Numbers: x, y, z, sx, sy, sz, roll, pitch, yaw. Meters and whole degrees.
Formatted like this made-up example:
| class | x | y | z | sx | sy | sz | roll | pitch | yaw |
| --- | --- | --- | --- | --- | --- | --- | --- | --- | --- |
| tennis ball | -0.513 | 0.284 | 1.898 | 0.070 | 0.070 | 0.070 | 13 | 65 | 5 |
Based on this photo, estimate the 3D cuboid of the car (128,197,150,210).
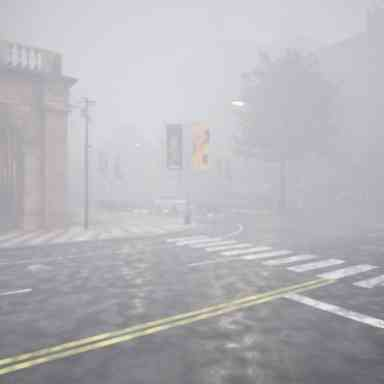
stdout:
| class | x | y | z | sx | sy | sz | roll | pitch | yaw |
| --- | --- | --- | --- | --- | --- | --- | --- | --- | --- |
| car | -7.936 | 1.586 | 44.542 | 2.033 | 1.411 | 5.357 | 0 | 0 | -36 |

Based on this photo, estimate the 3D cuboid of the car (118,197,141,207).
| class | x | y | z | sx | sy | sz | roll | pitch | yaw |
| --- | --- | --- | --- | --- | --- | --- | --- | --- | --- |
| car | -10.138 | 1.571 | 53.772 | 1.812 | 1.442 | 4.674 | 0 | 0 | -35 |

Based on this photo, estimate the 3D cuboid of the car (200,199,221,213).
| class | x | y | z | sx | sy | sz | roll | pitch | yaw |
| --- | --- | --- | --- | --- | --- | --- | --- | --- | --- |
| car | 1.299 | 1.551 | 37.521 | 1.837 | 1.490 | 4.892 | 0 | 0 | -35 |

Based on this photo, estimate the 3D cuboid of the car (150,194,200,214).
| class | x | y | z | sx | sy | sz | roll | pitch | yaw |
| --- | --- | --- | --- | --- | --- | --- | --- | --- | --- |
| car | -1.947 | 1.261 | 36.046 | 2.150 | 2.045 | 5.566 | 0 | 0 | -35 |

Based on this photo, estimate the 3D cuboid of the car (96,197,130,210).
| class | x | y | z | sx | sy | sz | roll | pitch | yaw |
| --- | --- | --- | --- | --- | --- | --- | --- | --- | --- |
| car | -10.049 | 1.627 | 42.073 | 1.895 | 1.301 | 4.718 | 0 | 0 | -35 |

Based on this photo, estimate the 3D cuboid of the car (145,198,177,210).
| class | x | y | z | sx | sy | sz | roll | pitch | yaw |
| --- | --- | --- | --- | --- | --- | --- | --- | --- | --- |
| car | -4.316 | 1.593 | 45.482 | 2.033 | 1.411 | 5.357 | 0 | 0 | -36 |
